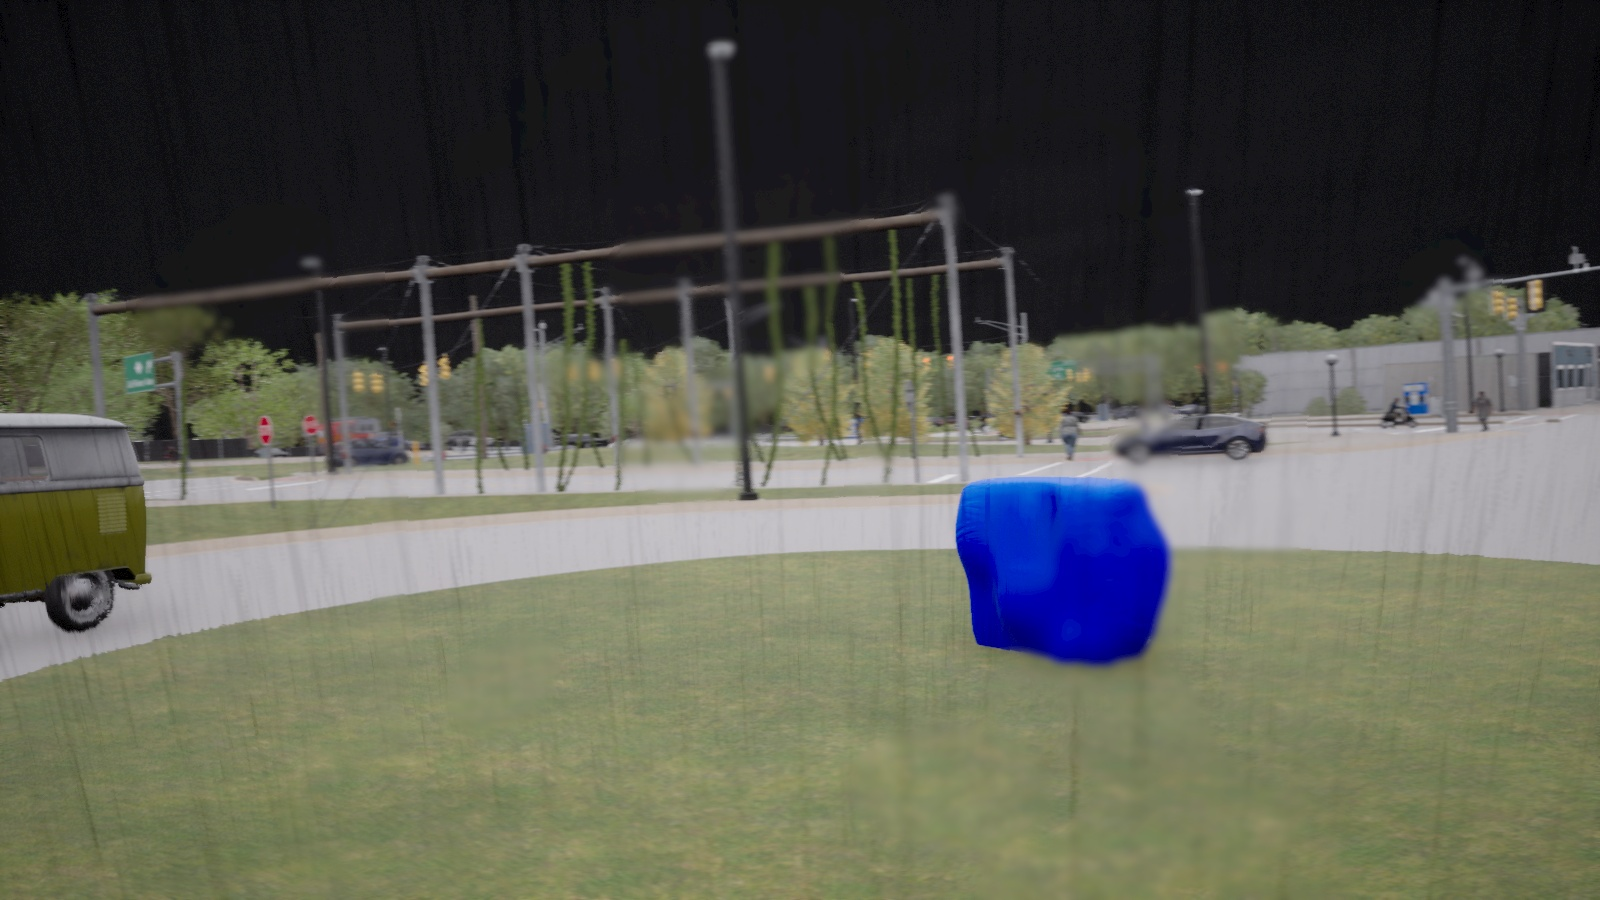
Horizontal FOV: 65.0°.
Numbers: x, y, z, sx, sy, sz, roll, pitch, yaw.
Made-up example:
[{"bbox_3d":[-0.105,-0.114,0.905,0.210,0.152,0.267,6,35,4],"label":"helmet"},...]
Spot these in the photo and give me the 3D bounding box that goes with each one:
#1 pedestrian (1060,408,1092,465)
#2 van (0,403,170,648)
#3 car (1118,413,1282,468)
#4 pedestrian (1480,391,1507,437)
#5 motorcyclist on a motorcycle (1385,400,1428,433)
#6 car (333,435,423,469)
[{"bbox_3d":[9.397,-0.471,42.674,0.874,1.855,0.900,-3,2,18],"label":"pedestrian"},{"bbox_3d":[-7.461,0.641,10.058,1.775,1.987,4.442,-1,1,14],"label":"van"},{"bbox_3d":[12.673,-0.307,39.997,4.792,1.488,2.163,-2,2,16],"label":"car"},{"bbox_3d":[29.882,-1.551,54.105,0.873,1.952,0.659,-5,2,-41],"label":"pedestrian"},{"bbox_3d":[30.836,-1.706,63.821,1.817,1.590,0.866,-1,3,37],"label":"motorcyclist on a motorcycle"},{"bbox_3d":[-21.888,0.088,65.203,1.851,1.617,3.988,-2,1,42],"label":"car"}]
